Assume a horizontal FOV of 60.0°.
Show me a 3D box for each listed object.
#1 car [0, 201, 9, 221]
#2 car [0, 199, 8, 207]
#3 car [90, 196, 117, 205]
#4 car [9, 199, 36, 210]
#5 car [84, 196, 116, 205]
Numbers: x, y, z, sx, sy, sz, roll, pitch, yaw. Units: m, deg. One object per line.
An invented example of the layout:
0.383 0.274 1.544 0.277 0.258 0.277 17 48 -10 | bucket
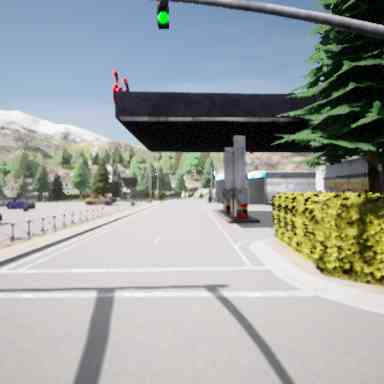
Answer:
-16.152 1.662 24.485 3.806 1.475 1.970 -1 0 0 | car
-35.002 1.946 58.815 3.806 1.475 1.970 -1 0 0 | car
-16.405 1.552 61.878 4.514 1.523 2.007 -1 0 0 | car
-23.966 1.708 46.865 3.633 1.501 1.845 -1 0 0 | car
-16.340 1.550 58.741 5.027 1.636 2.152 -1 0 0 | car
